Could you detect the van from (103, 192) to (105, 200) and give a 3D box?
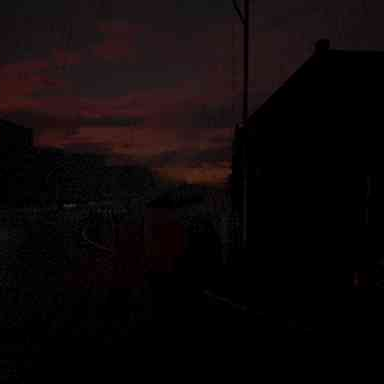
[{"bbox_3d":[-21.122,0.824,69.436,4.442,1.987,1.878,1,1,6],"label":"van"}]

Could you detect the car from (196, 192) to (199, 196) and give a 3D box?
[{"bbox_3d":[-1.640,1.348,62.850,4.892,1.521,2.231,1,1,6],"label":"car"}]

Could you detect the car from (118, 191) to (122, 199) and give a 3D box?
[{"bbox_3d":[-20.085,0.845,80.417,4.553,1.767,2.185,1,0,6],"label":"car"}]

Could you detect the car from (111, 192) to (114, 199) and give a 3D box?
[{"bbox_3d":[-20.709,0.882,74.938,4.553,1.767,2.185,1,1,6],"label":"car"}]

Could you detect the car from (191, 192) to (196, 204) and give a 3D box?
[{"bbox_3d":[-2.185,1.268,57.317,4.553,1.767,2.185,1,1,6],"label":"car"}]

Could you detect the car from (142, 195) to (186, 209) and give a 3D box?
[{"bbox_3d":[-3.662,1.491,43.618,4.792,1.488,2.163,1,0,6],"label":"car"}]

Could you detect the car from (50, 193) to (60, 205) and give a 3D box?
[{"bbox_3d":[-23.214,1.182,50.247,5.008,1.535,2.097,1,0,6],"label":"car"}]

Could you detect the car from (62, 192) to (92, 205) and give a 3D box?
[{"bbox_3d":[-18.296,1.247,53.289,1.837,1.490,4.892,1,0,6],"label":"car"}]

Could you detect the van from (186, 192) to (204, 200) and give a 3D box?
[{"bbox_3d":[0.756,0.957,84.951,4.442,1.987,1.878,1,0,6],"label":"van"}]

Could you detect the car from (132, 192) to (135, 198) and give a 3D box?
[{"bbox_3d":[-18.987,0.910,91.390,4.892,1.521,2.231,1,0,6],"label":"car"}]

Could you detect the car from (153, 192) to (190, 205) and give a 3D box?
[{"bbox_3d":[-3.042,1.322,49.017,4.553,1.767,2.185,1,0,6],"label":"car"}]

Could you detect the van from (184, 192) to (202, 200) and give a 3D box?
[{"bbox_3d":[0.238,0.970,82.212,4.442,1.987,1.878,1,0,6],"label":"van"}]

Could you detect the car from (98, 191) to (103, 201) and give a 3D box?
[{"bbox_3d":[-21.338,1.070,66.688,5.366,1.575,1.946,1,1,6],"label":"car"}]

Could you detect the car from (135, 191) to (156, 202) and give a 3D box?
[{"bbox_3d":[-9.058,0.969,66.066,2.150,2.045,5.566,1,1,6],"label":"car"}]

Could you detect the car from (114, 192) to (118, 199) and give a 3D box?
[{"bbox_3d":[-20.428,0.863,77.680,4.553,1.767,2.185,1,0,6],"label":"car"}]

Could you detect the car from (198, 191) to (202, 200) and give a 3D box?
[{"bbox_3d":[-1.329,1.072,65.608,5.566,2.045,2.435,1,1,6],"label":"car"}]

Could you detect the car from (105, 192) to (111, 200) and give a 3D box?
[{"bbox_3d":[-20.966,1.028,72.193,5.008,1.535,2.097,1,1,6],"label":"car"}]

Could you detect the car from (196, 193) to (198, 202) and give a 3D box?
[{"bbox_3d":[-1.925,1.369,60.211,5.008,1.535,2.097,1,1,6],"label":"car"}]

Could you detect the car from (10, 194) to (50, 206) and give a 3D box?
[{"bbox_3d":[-23.458,1.067,47.494,4.553,1.767,2.185,1,0,6],"label":"car"}]

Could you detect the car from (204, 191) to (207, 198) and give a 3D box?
[{"bbox_3d":[0.097,0.965,79.431,5.566,2.045,2.435,1,0,6],"label":"car"}]

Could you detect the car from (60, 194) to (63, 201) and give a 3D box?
[{"bbox_3d":[-22.926,1.207,52.988,4.674,1.452,2.002,1,0,6],"label":"car"}]

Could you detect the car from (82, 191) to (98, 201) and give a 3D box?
[{"bbox_3d":[-21.829,0.840,63.964,5.566,2.045,2.435,1,1,6],"label":"car"}]

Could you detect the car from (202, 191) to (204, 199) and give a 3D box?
[{"bbox_3d":[-0.803,1.025,71.269,5.566,2.045,2.435,1,1,6],"label":"car"}]

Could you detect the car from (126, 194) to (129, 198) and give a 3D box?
[{"bbox_3d":[-19.549,0.939,85.906,4.892,1.521,2.231,1,0,6],"label":"car"}]

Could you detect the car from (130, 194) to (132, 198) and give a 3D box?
[{"bbox_3d":[-19.268,0.924,88.648,4.892,1.521,2.231,1,0,6],"label":"car"}]

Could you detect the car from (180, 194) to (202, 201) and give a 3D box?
[{"bbox_3d":[-0.223,1.275,76.673,4.674,1.452,2.002,1,0,6],"label":"car"}]

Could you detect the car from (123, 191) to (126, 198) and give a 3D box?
[{"bbox_3d":[-19.830,0.955,83.163,4.892,1.521,2.231,1,0,6],"label":"car"}]

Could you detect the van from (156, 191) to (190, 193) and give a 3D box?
[{"bbox_3d":[-2.889,1.207,51.925,4.442,1.987,1.878,1,0,6],"label":"van"}]
